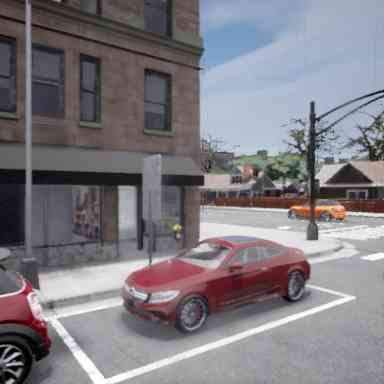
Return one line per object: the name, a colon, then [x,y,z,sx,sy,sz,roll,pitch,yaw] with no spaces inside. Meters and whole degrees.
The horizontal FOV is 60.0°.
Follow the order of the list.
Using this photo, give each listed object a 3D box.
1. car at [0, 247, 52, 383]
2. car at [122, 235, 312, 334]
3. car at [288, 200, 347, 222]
car: [-3.802,1.442,3.477,4.097,1.590,1.967,0,0,-35]
car: [0.692,1.576,6.681,4.206,1.307,1.802,0,0,-35]
car: [10.146,1.408,27.359,2.097,1.767,4.553,0,0,-35]
